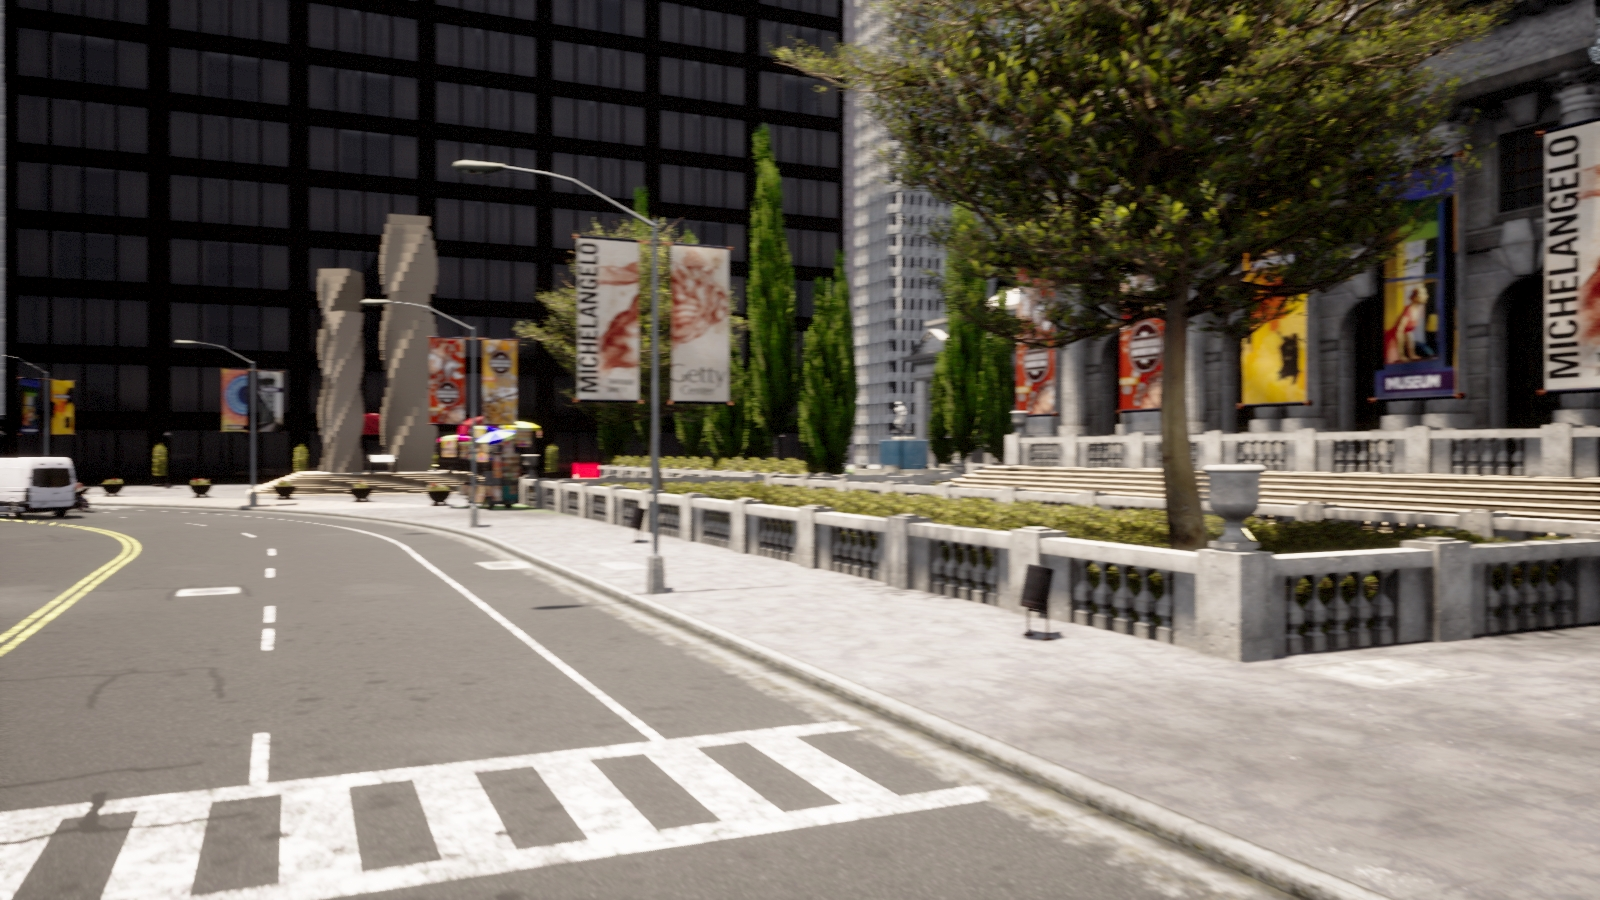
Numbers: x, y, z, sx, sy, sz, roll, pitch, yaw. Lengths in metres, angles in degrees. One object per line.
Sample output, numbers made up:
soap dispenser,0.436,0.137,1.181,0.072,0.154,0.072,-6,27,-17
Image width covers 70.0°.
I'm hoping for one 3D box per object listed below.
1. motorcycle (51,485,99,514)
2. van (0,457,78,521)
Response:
motorcycle,-33.520,2.264,52.800,2.209,1.251,0.867,0,1,27
van,-33.462,1.593,48.884,5.915,2.561,1.988,0,0,32
